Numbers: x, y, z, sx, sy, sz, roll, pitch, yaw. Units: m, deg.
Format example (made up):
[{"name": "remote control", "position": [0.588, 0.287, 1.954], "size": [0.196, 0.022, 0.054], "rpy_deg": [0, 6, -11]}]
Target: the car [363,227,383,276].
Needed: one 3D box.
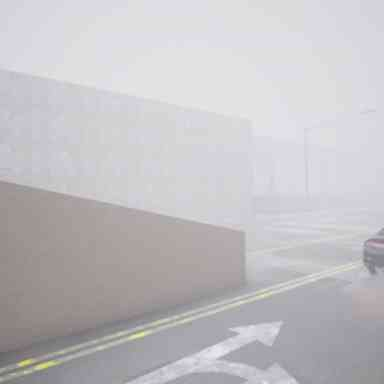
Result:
[{"name": "car", "position": [6.608, 1.500, 9.354], "size": [4.902, 1.511, 2.128], "rpy_deg": [0, -1, -39]}]
